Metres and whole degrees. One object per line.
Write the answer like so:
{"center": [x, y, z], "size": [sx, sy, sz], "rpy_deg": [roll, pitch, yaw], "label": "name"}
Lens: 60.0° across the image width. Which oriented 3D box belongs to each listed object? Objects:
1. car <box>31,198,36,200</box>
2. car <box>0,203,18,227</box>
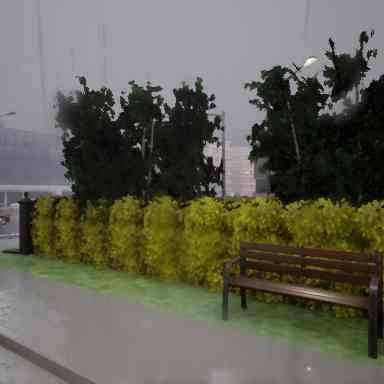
{"center": [-15.821, 1.515, 36.061], "size": [1.994, 1.385, 4.181], "rpy_deg": [0, 0, 35], "label": "car"}
{"center": [-13.703, 1.522, 20.456], "size": [1.812, 1.442, 4.674], "rpy_deg": [0, 0, 35], "label": "car"}
